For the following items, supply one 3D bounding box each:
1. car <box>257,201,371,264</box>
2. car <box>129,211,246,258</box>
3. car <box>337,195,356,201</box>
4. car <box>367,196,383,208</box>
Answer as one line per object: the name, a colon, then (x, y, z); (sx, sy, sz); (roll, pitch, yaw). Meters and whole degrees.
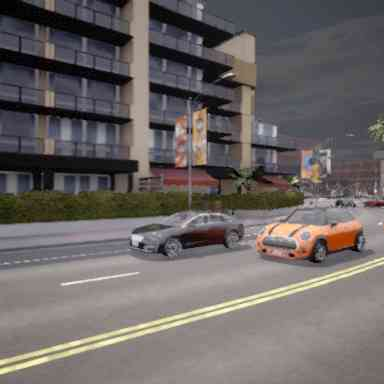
car: (4.400, 1.361, 12.081); (4.553, 1.767, 2.097); (0, 0, -41)
car: (-0.032, 1.497, 12.883); (4.902, 1.511, 2.128); (0, 0, -39)
car: (23.137, 1.604, 50.250); (1.994, 1.385, 4.181); (0, 0, 7)
car: (26.351, 1.642, 47.805); (1.895, 1.301, 4.718); (0, 0, 10)
